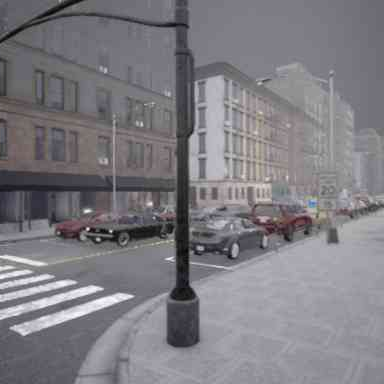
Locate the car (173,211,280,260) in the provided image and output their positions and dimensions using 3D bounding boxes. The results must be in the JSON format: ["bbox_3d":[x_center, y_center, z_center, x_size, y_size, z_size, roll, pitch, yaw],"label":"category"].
[{"bbox_3d":[1.533,1.650,12.909,2.008,1.369,4.403,-1,0,35],"label":"car"}]

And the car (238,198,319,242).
[{"bbox_3d":[4.664,1.418,17.320,2.192,1.841,5.009,-1,0,35],"label":"car"}]

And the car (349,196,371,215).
[{"bbox_3d":[17.196,1.556,34.959,1.967,1.590,4.097,-1,0,35],"label":"car"}]

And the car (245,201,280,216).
[{"bbox_3d":[7.522,1.712,35.196,1.887,1.381,4.507,-1,0,35],"label":"car"}]

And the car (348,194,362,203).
[{"bbox_3d":[38.849,1.515,79.297,2.192,1.841,5.009,0,0,35],"label":"car"}]

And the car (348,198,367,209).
[{"bbox_3d":[25.158,1.649,50.544,1.837,1.490,4.892,0,0,36],"label":"car"}]

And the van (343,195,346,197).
[{"bbox_3d":[29.450,1.534,66.066,1.690,1.788,3.998,-1,0,35],"label":"van"}]

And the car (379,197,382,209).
[{"bbox_3d":[23.462,1.705,43.778,1.802,1.307,4.206,-1,0,35],"label":"car"}]

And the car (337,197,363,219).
[{"bbox_3d":[14.063,1.552,30.549,1.967,1.590,4.097,-1,0,35],"label":"car"}]

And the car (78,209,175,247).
[{"bbox_3d":[-2.870,1.738,16.184,1.895,1.301,4.718,0,0,33],"label":"car"}]

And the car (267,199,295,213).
[{"bbox_3d":[10.654,1.611,39.607,1.967,1.590,4.097,-1,0,35],"label":"car"}]

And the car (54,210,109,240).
[{"bbox_3d":[-5.009,1.699,17.557,1.887,1.381,4.507,-1,0,35],"label":"car"}]

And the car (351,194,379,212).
[{"bbox_3d":[20.328,1.434,39.370,2.192,1.841,5.009,-1,0,35],"label":"car"}]

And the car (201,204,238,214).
[{"bbox_3d":[2.929,1.648,24.354,1.837,1.490,4.892,0,0,35],"label":"car"}]

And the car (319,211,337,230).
[{"bbox_3d":[7.897,1.631,21.868,1.752,1.417,4.829,-1,0,35],"label":"car"}]

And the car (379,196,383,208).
[{"bbox_3d":[26.595,1.692,48.188,1.947,1.339,4.313,-1,0,35],"label":"car"}]

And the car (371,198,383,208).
[{"bbox_3d":[29.728,1.681,52.598,2.008,1.369,4.403,-1,0,35],"label":"car"}]

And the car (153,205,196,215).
[{"bbox_3d":[-1.877,1.598,21.967,1.967,1.590,4.097,-1,0,35],"label":"car"}]

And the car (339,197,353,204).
[{"bbox_3d":[32.584,1.740,70.476,1.887,1.381,4.507,-1,0,35],"label":"car"}]

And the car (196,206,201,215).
[{"bbox_3d":[1.257,1.711,26.377,2.008,1.369,4.403,-1,0,35],"label":"car"}]

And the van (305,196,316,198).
[{"bbox_3d":[16.919,1.519,48.427,1.690,1.788,3.998,-1,0,35],"label":"van"}]

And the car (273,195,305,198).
[{"bbox_3d":[8.942,1.370,32.796,2.150,2.045,5.566,0,0,35],"label":"car"}]

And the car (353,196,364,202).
[{"bbox_3d":[41.983,1.746,83.706,1.887,1.381,4.507,0,0,35],"label":"car"}]

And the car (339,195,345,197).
[{"bbox_3d":[26.318,1.755,61.656,1.947,1.339,4.313,-1,0,35],"label":"car"}]
